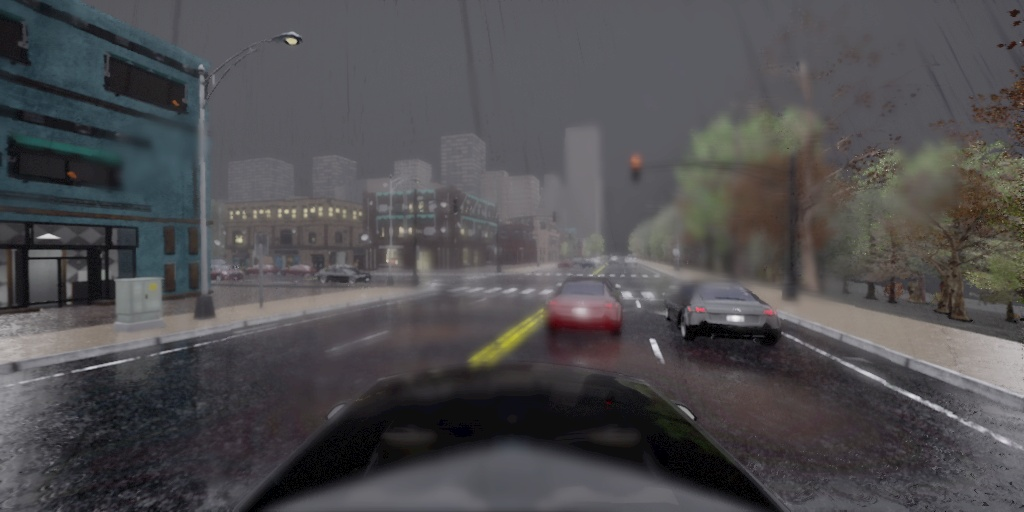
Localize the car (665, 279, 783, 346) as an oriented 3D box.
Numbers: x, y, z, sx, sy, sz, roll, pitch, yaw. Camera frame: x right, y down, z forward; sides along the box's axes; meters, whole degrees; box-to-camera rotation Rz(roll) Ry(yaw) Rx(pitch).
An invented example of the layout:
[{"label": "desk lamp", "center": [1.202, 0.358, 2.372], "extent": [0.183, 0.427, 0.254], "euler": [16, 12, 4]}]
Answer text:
[{"label": "car", "center": [5.370, 1.311, 9.615], "extent": [1.994, 1.385, 4.181], "euler": [0, 0, 17]}]

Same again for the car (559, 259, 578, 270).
[{"label": "car", "center": [8.181, 1.316, 53.029], "extent": [1.895, 1.301, 4.718], "euler": [0, 0, 17]}]

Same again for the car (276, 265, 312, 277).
[{"label": "car", "center": [-24.010, 1.627, 40.583], "extent": [4.207, 1.307, 1.802], "euler": [0, 0, 17]}]

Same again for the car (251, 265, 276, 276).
[{"label": "car", "center": [-29.307, 1.687, 42.188], "extent": [4.207, 1.307, 1.802], "euler": [0, 0, 17]}]

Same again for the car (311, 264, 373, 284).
[{"label": "car", "center": [-13.192, 1.547, 28.422], "extent": [4.313, 1.339, 1.948], "euler": [0, 0, 17]}]

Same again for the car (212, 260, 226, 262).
[{"label": "car", "center": [-30.392, 1.380, 36.462], "extent": [5.566, 2.045, 2.150], "euler": [-1, 0, 17]}]

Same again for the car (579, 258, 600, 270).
[{"label": "car", "center": [11.292, 1.317, 52.091], "extent": [1.895, 1.301, 4.718], "euler": [0, 0, 17]}]

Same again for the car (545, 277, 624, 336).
[{"label": "car", "center": [2.253, 1.309, 10.540], "extent": [1.994, 1.385, 4.181], "euler": [0, 0, 17]}]

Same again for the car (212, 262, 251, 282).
[{"label": "car", "center": [-26.438, 1.572, 32.562], "extent": [4.097, 1.591, 1.967], "euler": [0, 0, 17]}]
